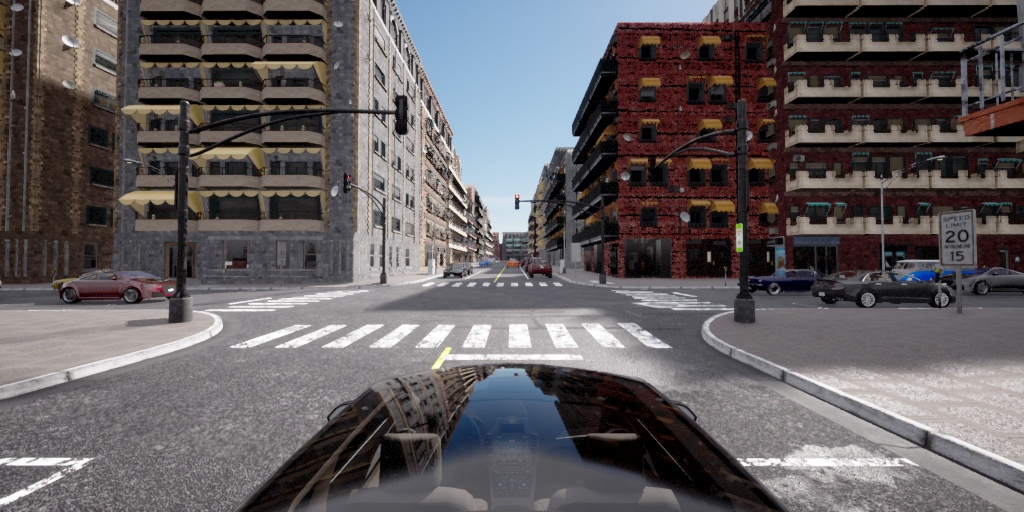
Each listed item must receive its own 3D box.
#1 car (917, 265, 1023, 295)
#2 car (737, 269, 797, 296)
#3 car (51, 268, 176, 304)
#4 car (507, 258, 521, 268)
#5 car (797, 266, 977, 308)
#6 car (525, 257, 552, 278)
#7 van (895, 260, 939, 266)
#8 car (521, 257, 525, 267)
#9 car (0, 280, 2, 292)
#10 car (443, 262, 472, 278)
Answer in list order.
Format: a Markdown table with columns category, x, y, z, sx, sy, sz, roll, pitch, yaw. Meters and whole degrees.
| category | x | y | z | sx | sy | sz | roll | pitch | yaw |
| --- | --- | --- | --- | --- | --- | --- | --- | --- | --- |
| car | 24.581 | 1.287 | 18.777 | 4.181 | 1.385 | 1.994 | 0 | -1 | 0 |
| car | 14.575 | 1.347 | 18.812 | 4.718 | 1.301 | 1.895 | 0 | -1 | -2 |
| car | -17.188 | 1.340 | 15.984 | 4.181 | 1.385 | 1.994 | 0 | -1 | 0 |
| car | 0.181 | 1.176 | 63.729 | 2.097 | 1.767 | 4.553 | 0 | 0 | 0 |
| car | 13.761 | 1.185 | 13.387 | 4.403 | 1.370 | 2.007 | 0 | 0 | 0 |
| car | 2.610 | 1.077 | 33.695 | 2.192 | 1.841 | 5.009 | 0 | 0 | 0 |
| van | 24.929 | 1.115 | 21.224 | 3.998 | 1.789 | 1.690 | 0 | 0 | 0 |
| car | 2.625 | 1.086 | 44.819 | 2.192 | 1.841 | 5.009 | 0 | 0 | 0 |
| car | -26.677 | 1.027 | 16.026 | 5.566 | 2.045 | 2.150 | 0 | -1 | 0 |
| car | -5.271 | 1.328 | 33.661 | 1.948 | 1.339 | 4.313 | 0 | 0 | 0 |
